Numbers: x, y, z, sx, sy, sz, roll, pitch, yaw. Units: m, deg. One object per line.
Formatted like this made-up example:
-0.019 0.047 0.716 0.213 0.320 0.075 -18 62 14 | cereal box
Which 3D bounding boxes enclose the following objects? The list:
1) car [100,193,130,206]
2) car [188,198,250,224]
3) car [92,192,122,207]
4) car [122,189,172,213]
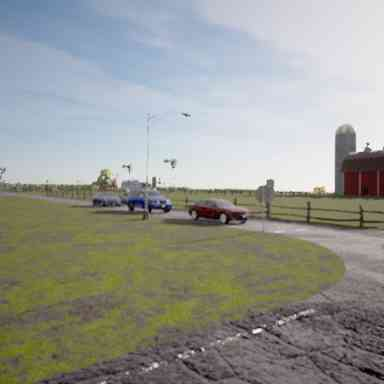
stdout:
-10.215 0.908 43.860 2.128 1.511 4.902 1 0 -36 | car
1.734 1.197 22.379 1.882 1.535 5.008 1 0 -36 | car
-9.900 0.790 38.421 2.097 1.767 4.553 1 0 -36 | car
-4.008 0.801 30.297 2.150 2.045 5.566 1 0 -36 | car
